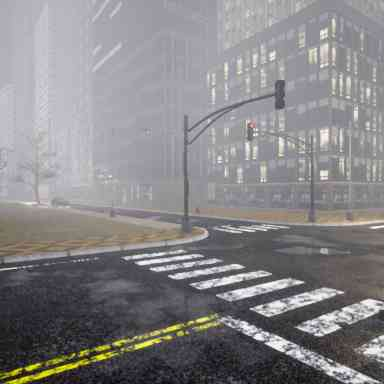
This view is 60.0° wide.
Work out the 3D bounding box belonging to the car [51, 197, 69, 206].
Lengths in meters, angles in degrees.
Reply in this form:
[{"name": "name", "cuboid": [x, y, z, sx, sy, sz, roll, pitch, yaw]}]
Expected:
[{"name": "car", "cuboid": [-21.611, 1.553, 54.287, 2.033, 1.411, 5.357, 0, 0, -35]}]
